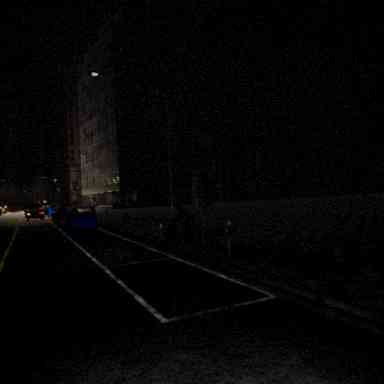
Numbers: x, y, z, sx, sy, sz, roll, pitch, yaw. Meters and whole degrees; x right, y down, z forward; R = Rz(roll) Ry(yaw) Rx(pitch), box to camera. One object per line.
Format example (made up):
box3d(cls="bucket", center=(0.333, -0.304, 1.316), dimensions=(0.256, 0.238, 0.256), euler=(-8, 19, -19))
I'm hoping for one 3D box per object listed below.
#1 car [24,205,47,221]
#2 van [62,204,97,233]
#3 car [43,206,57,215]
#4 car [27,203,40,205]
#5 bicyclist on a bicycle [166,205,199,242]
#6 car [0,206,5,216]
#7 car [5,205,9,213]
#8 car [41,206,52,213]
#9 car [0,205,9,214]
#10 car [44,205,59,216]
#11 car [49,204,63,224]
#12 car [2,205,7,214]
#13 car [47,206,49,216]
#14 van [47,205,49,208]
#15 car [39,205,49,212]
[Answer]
box3d(cls="car", center=(-18.794, 2.666, 39.827), dimensions=(1.812, 1.442, 4.674), euler=(-2, -1, -27))
box3d(cls="van", center=(-7.785, 1.843, 23.311), dimensions=(1.690, 1.788, 3.998), euler=(-1, -1, -26))
box3d(cls="car", center=(-24.665, 3.137, 57.579), dimensions=(1.887, 1.381, 4.507), euler=(-2, -1, -26))
box3d(cls="car", center=(-23.326, 2.658, 49.014), dimensions=(2.150, 2.045, 5.566), euler=(-2, -1, -26))
box3d(cls="bicyclist on a bicycle", center=(-0.435, 1.412, 15.078), dimensions=(1.656, 1.620, 0.582), euler=(-3, -1, -26))
box3d(cls="car", center=(-34.717, 3.611, 58.705), dimensions=(2.008, 1.369, 4.403), euler=(-2, -1, -26))
box3d(cls="car", center=(-41.876, 4.100, 73.237), dimensions=(1.752, 1.417, 4.829), euler=(-2, -1, -26))
box3d(cls="car", center=(-29.487, 3.512, 67.369), dimensions=(1.802, 1.307, 4.206), euler=(-2, -1, -26))
box3d(cls="car", center=(-44.370, 4.075, 78.288), dimensions=(2.192, 1.841, 5.009), euler=(-2, -1, -26))
box3d(cls="car", center=(-22.257, 2.869, 52.685), dimensions=(1.967, 1.590, 4.097), euler=(-2, -1, -26))
box3d(cls="car", center=(-12.611, 2.118, 33.104), dimensions=(2.192, 1.841, 5.009), euler=(-1, -1, -26))
box3d(cls="car", center=(-37.128, 3.796, 63.600), dimensions=(1.947, 1.339, 4.313), euler=(-2, -1, -26))
box3d(cls="car", center=(-15.016, 2.506, 37.996), dimensions=(2.008, 1.369, 4.403), euler=(-2, -1, -26))
box3d(cls="van", center=(-19.848, 2.609, 47.791), dimensions=(1.690, 1.788, 3.998), euler=(-2, -1, -26))
box3d(cls="car", center=(-34.311, 3.824, 77.160), dimensions=(1.887, 1.381, 4.507), euler=(-2, -1, -26))
